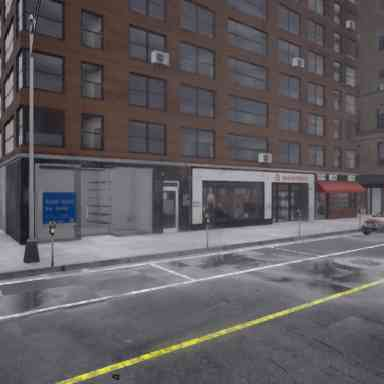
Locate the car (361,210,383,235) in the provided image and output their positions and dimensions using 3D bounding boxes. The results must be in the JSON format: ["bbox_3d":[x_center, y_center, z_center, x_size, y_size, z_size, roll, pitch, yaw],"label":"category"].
[{"bbox_3d":[10.616,1.582,17.470,4.206,1.307,1.802,0,0,-35],"label":"car"}]
